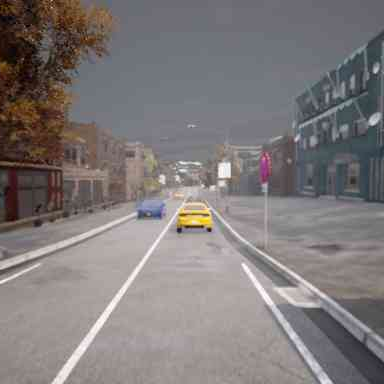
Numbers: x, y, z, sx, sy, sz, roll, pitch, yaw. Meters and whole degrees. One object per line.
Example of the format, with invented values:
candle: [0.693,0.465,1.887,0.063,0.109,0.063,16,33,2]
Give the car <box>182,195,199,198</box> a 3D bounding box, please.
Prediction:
car: [0.231,1.201,39.421,2.033,1.411,5.357,0,1,0]

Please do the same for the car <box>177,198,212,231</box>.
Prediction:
car: [0.133,1.370,19.837,1.882,1.535,5.008,0,1,0]

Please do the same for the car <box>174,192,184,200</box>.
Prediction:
car: [-2.662,0.772,67.560,1.882,1.535,5.008,0,1,1]

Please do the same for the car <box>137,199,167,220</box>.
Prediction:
car: [-3.081,1.296,26.317,1.882,1.535,5.008,0,1,1]
